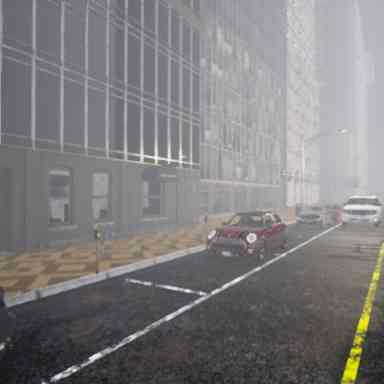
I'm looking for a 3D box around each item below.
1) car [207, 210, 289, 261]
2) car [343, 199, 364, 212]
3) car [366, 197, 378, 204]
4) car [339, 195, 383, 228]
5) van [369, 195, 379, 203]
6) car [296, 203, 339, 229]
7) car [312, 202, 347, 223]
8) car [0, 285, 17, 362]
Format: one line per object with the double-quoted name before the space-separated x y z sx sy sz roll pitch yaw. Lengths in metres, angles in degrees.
"car" 2.177 1.467 12.400 1.967 1.590 4.097 0 0 32
"car" 20.180 1.635 41.400 1.887 1.381 4.507 0 0 32
"car" 38.184 1.714 70.401 2.008 1.369 4.403 0 0 32
"car" 11.857 1.273 23.035 2.150 2.045 5.566 0 0 32
"van" 41.186 1.518 75.234 1.690 1.788 3.998 0 0 32
"car" 8.177 1.598 22.067 2.008 1.369 4.403 0 0 32
"car" 11.178 1.602 26.900 1.887 1.381 4.507 0 0 32
"car" -3.826 1.558 2.733 2.008 1.369 4.403 0 0 32
